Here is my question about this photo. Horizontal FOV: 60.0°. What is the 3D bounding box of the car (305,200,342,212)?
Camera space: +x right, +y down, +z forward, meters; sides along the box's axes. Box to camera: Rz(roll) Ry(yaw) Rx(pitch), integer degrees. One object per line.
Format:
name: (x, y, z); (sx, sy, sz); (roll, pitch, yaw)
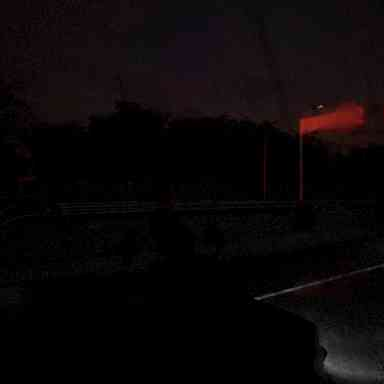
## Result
car: (14.115, 1.618, 35.557); (4.892, 1.490, 1.837); (1, -1, -35)

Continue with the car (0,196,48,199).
car: (-10.474, 1.221, 18.016); (5.566, 2.045, 2.150); (0, 0, -35)

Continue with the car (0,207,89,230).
car: (-6.266, 1.491, 12.421); (4.902, 1.511, 2.128); (0, 0, -36)

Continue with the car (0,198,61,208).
car: (-8.046, 1.352, 15.450); (4.553, 1.767, 2.097); (0, 0, -35)

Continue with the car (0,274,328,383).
car: (-1.066, 1.547, 2.984); (5.357, 1.411, 2.033); (0, 0, -36)
